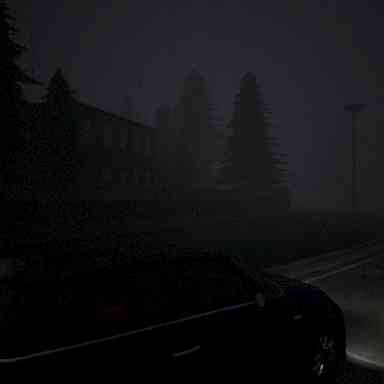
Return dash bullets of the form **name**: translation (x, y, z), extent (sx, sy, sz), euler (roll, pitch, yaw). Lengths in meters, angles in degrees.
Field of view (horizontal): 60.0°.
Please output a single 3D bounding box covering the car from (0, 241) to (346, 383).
- **car**: translation (-0.207, 1.375, 3.833), extent (4.553, 1.767, 2.097), euler (1, 0, -37)
